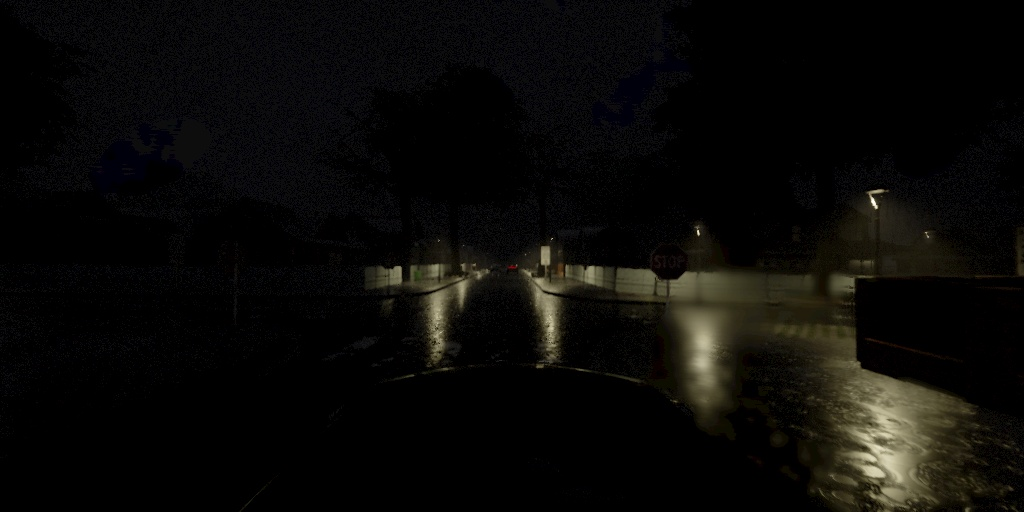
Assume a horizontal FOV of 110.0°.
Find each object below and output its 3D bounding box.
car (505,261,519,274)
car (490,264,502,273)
[{"bbox_3d":[0.038,1.965,55.918,2.128,1.511,4.902,0,-1,0],"label":"car"},{"bbox_3d":[-2.709,2.077,61.753,2.128,1.511,4.902,0,-1,0],"label":"car"}]
